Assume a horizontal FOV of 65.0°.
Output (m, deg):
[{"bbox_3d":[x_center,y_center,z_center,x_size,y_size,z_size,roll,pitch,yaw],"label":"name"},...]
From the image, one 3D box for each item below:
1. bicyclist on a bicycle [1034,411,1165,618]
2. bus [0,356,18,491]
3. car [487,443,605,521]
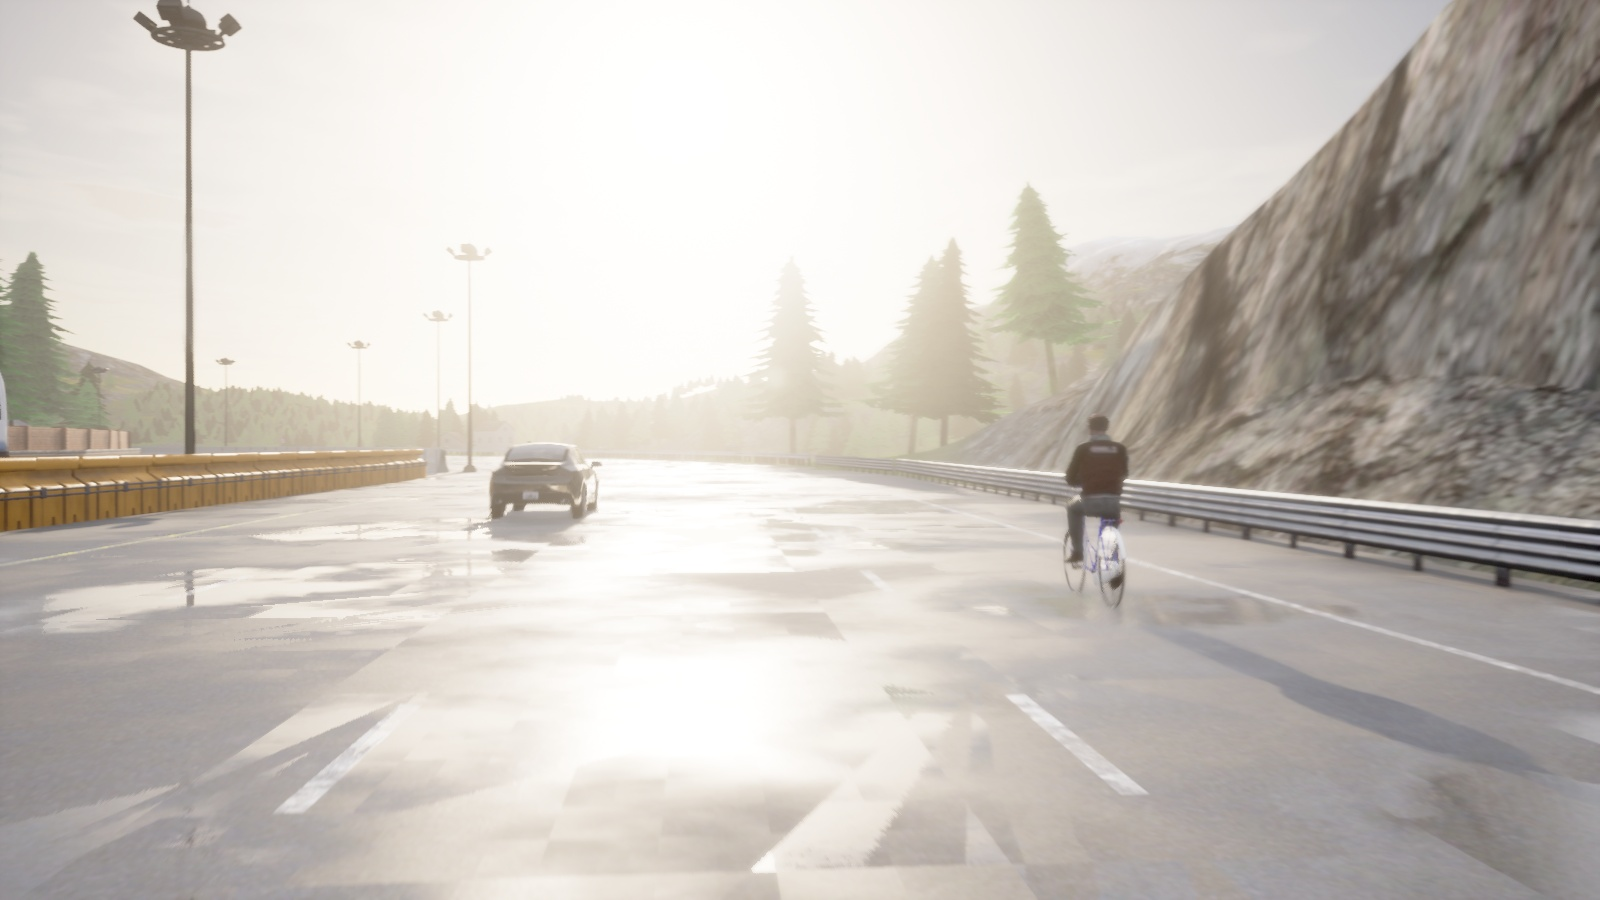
[{"bbox_3d":[2.746,0.551,11.710,0.659,1.776,1.843,0,0,-4],"label":"bicyclist on a bicycle"},{"bbox_3d":[-26.920,-0.827,35.369,3.944,4.253,10.273,0,0,-4],"label":"bus"},{"bbox_3d":[-5.291,0.601,26.720,1.837,1.490,4.892,0,0,-4],"label":"car"}]
